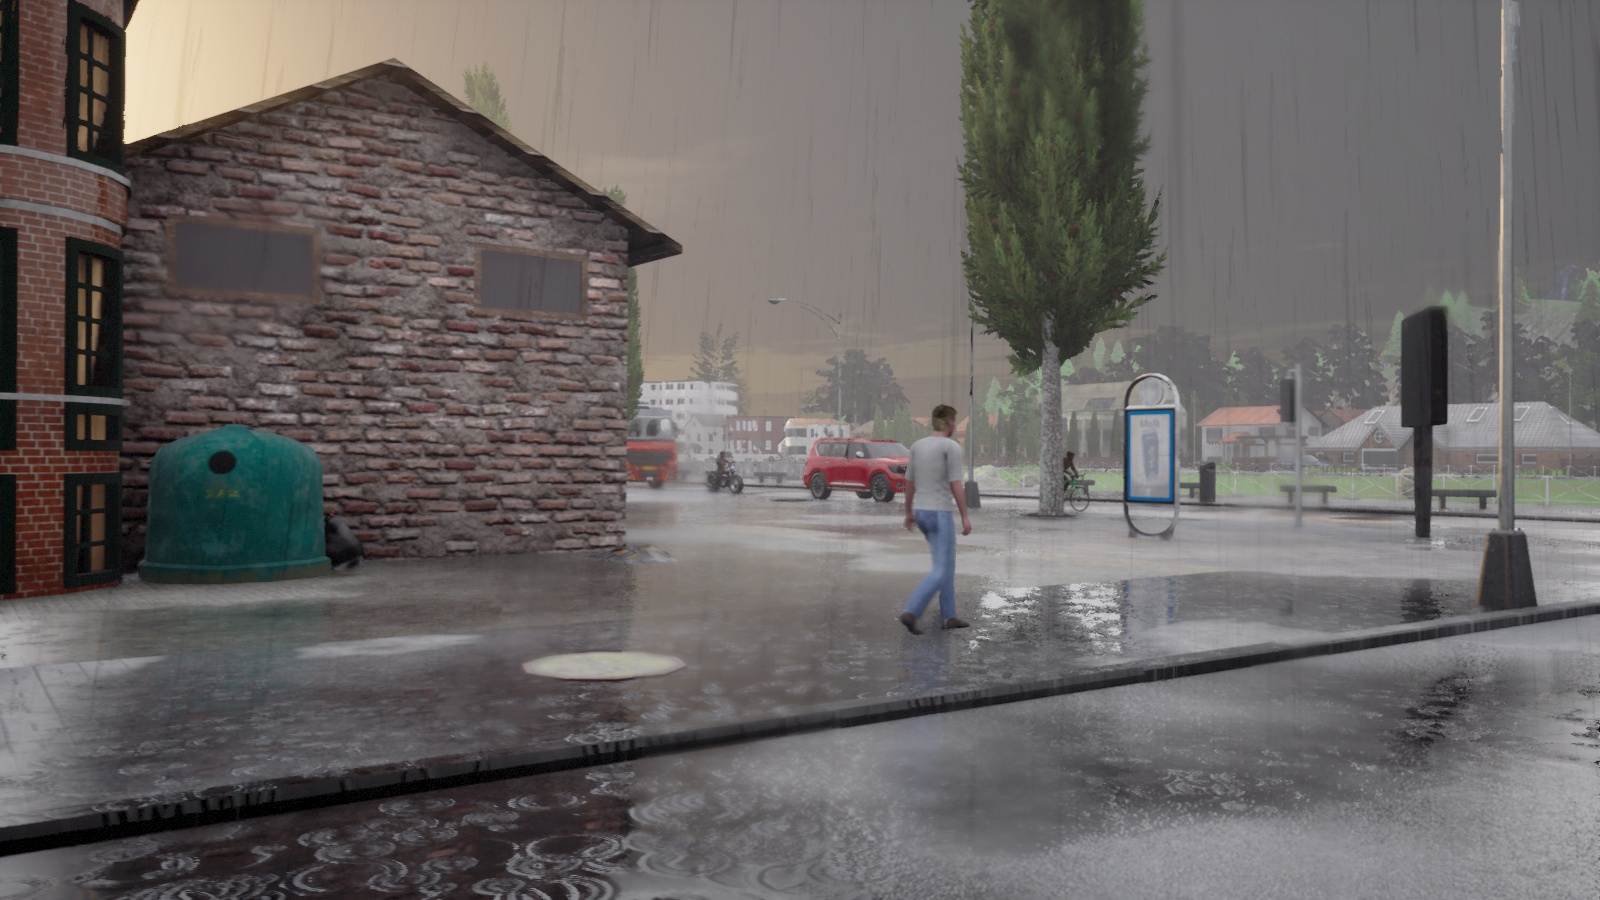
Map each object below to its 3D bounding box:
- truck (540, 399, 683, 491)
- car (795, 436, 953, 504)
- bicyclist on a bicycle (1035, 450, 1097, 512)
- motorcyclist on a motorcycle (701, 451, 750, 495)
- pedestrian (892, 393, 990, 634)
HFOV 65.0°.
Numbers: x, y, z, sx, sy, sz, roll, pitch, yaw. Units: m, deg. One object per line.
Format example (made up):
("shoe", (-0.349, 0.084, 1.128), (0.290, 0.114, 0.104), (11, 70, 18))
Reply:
("truck", (-8.619, -0.211, 56.349), (2.891, 3.827, 8.468), (0, 0, -35))
("car", (2.288, 0.613, 40.710), (2.150, 2.045, 5.566), (0, 0, -35))
("bicyclist on a bicycle", (7.137, 0.820, 33.753), (0.582, 1.620, 1.656), (0, 0, -35))
("motorcyclist on a motorcycle", (-2.883, 0.874, 48.120), (0.766, 1.649, 2.350), (0, 0, -35))
("pedestrian", (1.114, 0.484, 9.918), (0.706, 1.836, 0.354), (0, 0, -35))
